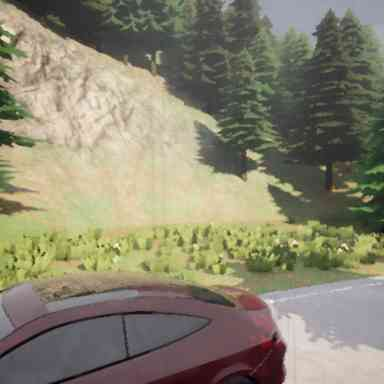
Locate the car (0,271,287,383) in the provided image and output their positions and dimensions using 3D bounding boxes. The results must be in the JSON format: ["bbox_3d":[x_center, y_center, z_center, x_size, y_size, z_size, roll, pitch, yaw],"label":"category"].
[{"bbox_3d":[-1.220,1.526,2.814,4.674,1.442,1.812,0,0,-32],"label":"car"}]
